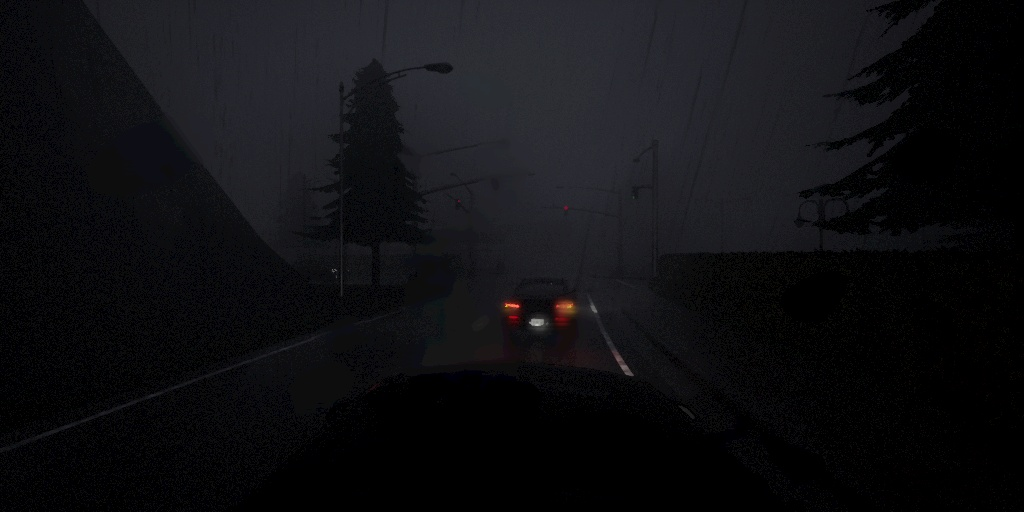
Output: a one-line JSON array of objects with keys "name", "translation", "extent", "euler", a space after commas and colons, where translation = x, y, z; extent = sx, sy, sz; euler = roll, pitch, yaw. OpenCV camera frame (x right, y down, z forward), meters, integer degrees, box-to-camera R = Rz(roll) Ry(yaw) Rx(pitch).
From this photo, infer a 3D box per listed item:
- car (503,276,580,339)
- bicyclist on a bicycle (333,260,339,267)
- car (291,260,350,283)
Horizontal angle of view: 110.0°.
[{"name": "car", "translation": [0.918, 1.276, 10.056], "extent": [1.812, 1.442, 4.674], "euler": [0, 0, 9]}, {"name": "bicyclist on a bicycle", "translation": [-17.372, 1.203, 35.331], "extent": [0.582, 1.620, 1.656], "euler": [0, 0, 8]}, {"name": "car", "translation": [-14.984, 1.101, 27.852], "extent": [4.553, 1.767, 2.097], "euler": [0, 0, 9]}]
